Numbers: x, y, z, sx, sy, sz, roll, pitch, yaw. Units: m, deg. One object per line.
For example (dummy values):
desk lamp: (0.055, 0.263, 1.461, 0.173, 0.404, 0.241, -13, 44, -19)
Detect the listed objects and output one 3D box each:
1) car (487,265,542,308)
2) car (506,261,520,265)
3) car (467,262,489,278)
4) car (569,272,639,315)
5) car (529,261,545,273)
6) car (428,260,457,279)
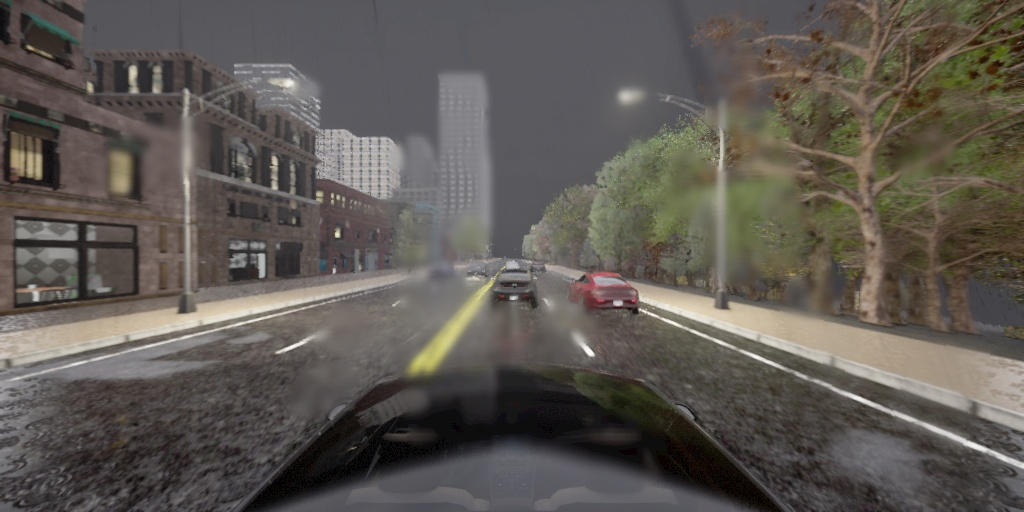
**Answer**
car: (0.101, 1.309, 15.654, 1.837, 1.490, 4.892, 0, 0, 0)
car: (0.100, 1.450, 49.356, 1.812, 1.442, 4.674, 0, 0, 0)
car: (-3.336, 1.382, 35.979, 1.837, 1.490, 4.892, 0, 0, 0)
car: (3.352, 1.321, 13.631, 1.812, 1.442, 4.674, 0, 0, 0)
car: (3.350, 1.410, 47.523, 2.128, 1.511, 4.902, 0, 0, 0)
car: (-6.586, 1.223, 34.189, 2.097, 1.767, 4.553, 0, 0, 0)
